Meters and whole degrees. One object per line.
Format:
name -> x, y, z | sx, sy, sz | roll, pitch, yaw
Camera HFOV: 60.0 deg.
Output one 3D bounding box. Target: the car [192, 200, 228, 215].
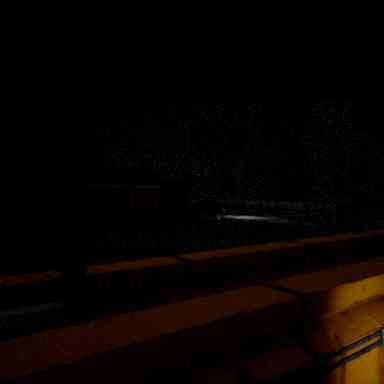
car -> 1.938, 1.599, 35.924 | 2.128, 1.511, 4.902 | 0, 0, -33
